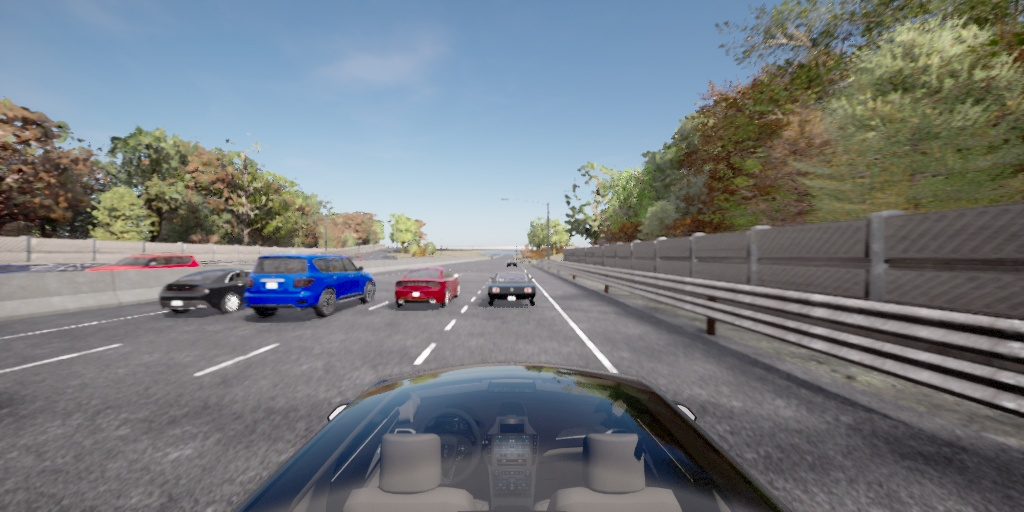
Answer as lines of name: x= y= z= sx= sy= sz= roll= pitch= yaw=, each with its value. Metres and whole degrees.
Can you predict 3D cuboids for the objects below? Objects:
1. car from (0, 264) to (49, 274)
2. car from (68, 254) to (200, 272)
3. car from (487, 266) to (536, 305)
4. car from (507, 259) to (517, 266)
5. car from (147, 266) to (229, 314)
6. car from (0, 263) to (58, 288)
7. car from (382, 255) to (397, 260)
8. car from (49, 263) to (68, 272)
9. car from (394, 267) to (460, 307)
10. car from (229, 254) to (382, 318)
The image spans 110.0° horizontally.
car: x=-28.090 y=1.185 z=22.405 sx=2.128 sy=1.511 sz=4.902 roll=0 pitch=0 yaw=0
car: x=-21.099 y=0.919 z=20.809 sx=2.150 sy=2.045 sz=5.566 roll=0 pitch=0 yaw=0
car: x=-0.004 y=1.311 z=15.771 sx=1.895 sy=1.301 sz=4.718 roll=0 pitch=0 yaw=0
car: x=-0.019 y=1.262 z=64.425 sx=1.895 sy=1.301 sz=4.718 roll=0 pitch=0 yaw=0
car: x=-10.402 y=1.220 z=13.559 sx=1.837 sy=1.490 sz=4.892 roll=0 pitch=0 yaw=0
car: x=-31.591 y=1.220 z=21.877 sx=1.812 sy=1.442 sz=4.674 roll=0 pitch=0 yaw=0
car: x=-21.036 y=0.884 z=60.429 sx=2.150 sy=2.045 sz=5.566 roll=0 pitch=0 yaw=1
car: x=-24.593 y=1.199 z=22.290 sx=1.837 sy=1.490 sz=4.892 roll=0 pitch=0 yaw=0
car: x=-3.401 y=1.189 z=15.185 sx=1.882 sy=1.535 sz=5.008 roll=0 pitch=0 yaw=0
car: x=-6.903 y=0.938 z=12.996 sx=2.150 sy=2.045 sz=5.566 roll=0 pitch=0 yaw=0
